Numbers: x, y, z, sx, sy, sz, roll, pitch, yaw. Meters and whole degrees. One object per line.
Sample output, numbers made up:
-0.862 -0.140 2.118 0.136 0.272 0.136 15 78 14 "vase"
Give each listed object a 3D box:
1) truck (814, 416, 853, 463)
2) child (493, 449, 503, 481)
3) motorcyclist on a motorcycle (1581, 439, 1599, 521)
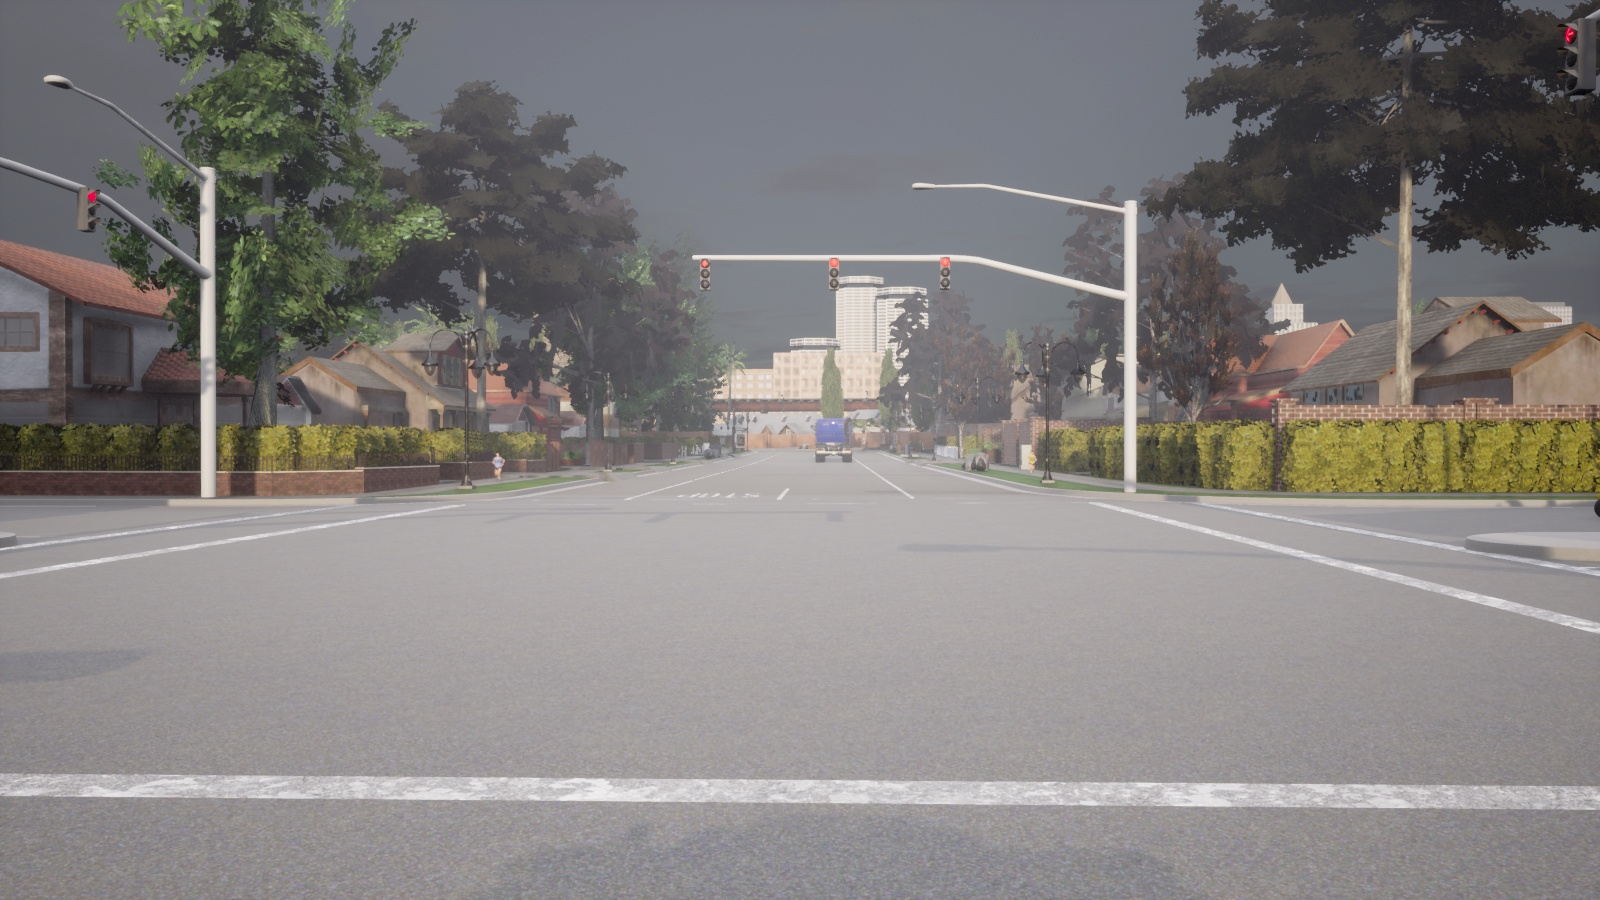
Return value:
2.611 -0.831 97.818 2.891 3.462 7.936 0 1 1 "truck"
-10.699 0.532 44.461 0.255 1.110 0.394 0 0 0 "child"
16.364 0.575 24.398 1.817 1.590 0.866 0 0 1 "motorcyclist on a motorcycle"
